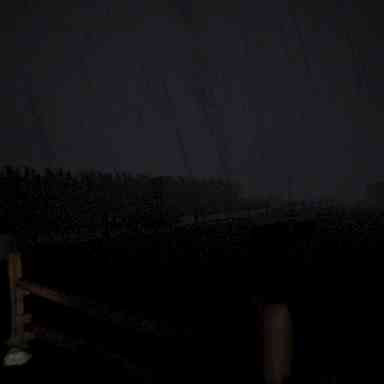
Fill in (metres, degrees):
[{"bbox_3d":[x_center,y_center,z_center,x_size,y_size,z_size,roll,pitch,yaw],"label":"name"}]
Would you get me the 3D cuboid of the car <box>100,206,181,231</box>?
[{"bbox_3d":[-2.970,1.548,20.323,2.033,1.411,5.357,0,0,38],"label":"car"}]
